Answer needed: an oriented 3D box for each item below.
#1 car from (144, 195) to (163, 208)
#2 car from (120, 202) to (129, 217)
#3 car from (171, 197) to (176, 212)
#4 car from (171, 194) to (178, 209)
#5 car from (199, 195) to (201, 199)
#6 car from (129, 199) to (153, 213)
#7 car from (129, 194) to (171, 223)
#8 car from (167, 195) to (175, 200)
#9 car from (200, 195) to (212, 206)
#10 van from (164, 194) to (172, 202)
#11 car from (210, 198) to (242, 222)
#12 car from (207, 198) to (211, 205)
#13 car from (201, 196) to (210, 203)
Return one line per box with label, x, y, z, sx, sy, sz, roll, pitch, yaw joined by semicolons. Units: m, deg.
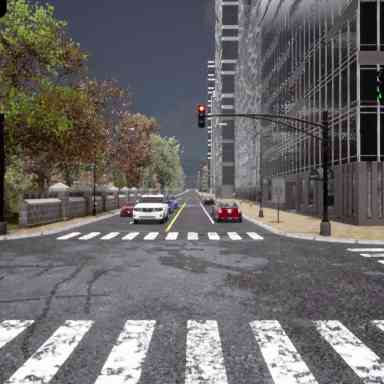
car;-5.587;1.316;48.786;2.192;1.841;5.009;0;0;0
car;-5.624;1.547;31.737;1.887;1.381;4.507;0;0;0
car;-3.024;1.528;35.675;1.812;1.442;4.674;0;0;0
car;-2.994;1.354;45.885;2.097;1.767;4.553;0;0;0
car;2.817;1.434;60.128;1.967;1.590;4.097;0;0;0
car;-5.612;1.553;37.420;2.008;1.369;4.403;0;0;0
car;-3.050;1.223;25.521;2.150;2.045;5.566;0;0;0
car;-5.504;1.531;88.569;1.802;1.307;4.206;0;0;0
car;2.805;1.564;54.447;1.947;1.339;4.313;0;0;0
van;-5.527;1.313;77.202;1.690;1.788;3.998;0;0;0
car;2.746;1.442;26.042;1.967;1.590;4.097;0;0;0
car;2.757;1.568;31.722;1.947;1.339;4.313;0;0;0
car;2.841;1.506;71.664;1.752;1.417;4.829;0;0;0
